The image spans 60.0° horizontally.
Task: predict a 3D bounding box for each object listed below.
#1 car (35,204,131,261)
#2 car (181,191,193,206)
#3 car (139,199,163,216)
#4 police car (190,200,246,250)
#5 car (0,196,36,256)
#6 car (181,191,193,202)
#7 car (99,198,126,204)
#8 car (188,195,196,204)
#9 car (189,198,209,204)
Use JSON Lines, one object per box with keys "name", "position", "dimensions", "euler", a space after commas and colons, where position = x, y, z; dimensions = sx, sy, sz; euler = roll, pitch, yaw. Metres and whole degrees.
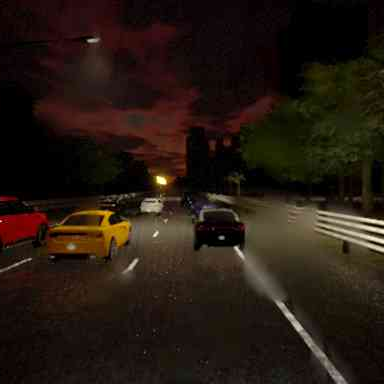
{"name": "car", "position": [-3.448, 1.404, 11.939], "dimensions": [1.882, 1.535, 5.008], "euler": [0, 0, 0]}
{"name": "car", "position": [-0.522, 1.023, 47.538], "dimensions": [2.097, 1.767, 4.553], "euler": [0, 0, -1]}
{"name": "car", "position": [-3.636, 1.329, 30.163], "dimensions": [1.812, 1.442, 4.674], "euler": [0, 0, -1]}
{"name": "police car", "position": [0.997, 1.338, 13.939], "dimensions": [1.930, 1.638, 5.238], "euler": [0, 0, 0]}
{"name": "car", "position": [-6.943, 1.152, 11.383], "dimensions": [2.150, 2.045, 5.566], "euler": [0, 0, 0]}
{"name": "car", "position": [-0.971, 0.760, 64.683], "dimensions": [2.150, 2.045, 5.566], "euler": [0, 1, -2]}
{"name": "car", "position": [-7.131, 1.299, 29.794], "dimensions": [2.128, 1.511, 4.902], "euler": [0, 0, -1]}
{"name": "car", "position": [0.826, 1.282, 29.899], "dimensions": [1.882, 1.535, 5.008], "euler": [0, 0, -1]}
{"name": "car", "position": [0.905, 1.373, 23.874], "dimensions": [1.812, 1.442, 4.674], "euler": [0, 0, -1]}
